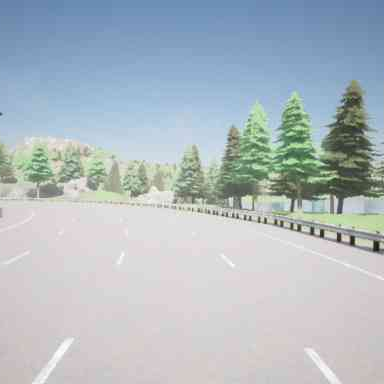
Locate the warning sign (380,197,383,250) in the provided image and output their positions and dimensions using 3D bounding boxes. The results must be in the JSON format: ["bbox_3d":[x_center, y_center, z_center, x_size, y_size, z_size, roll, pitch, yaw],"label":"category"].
[{"bbox_3d":[7.447,1.112,11.447,1.300,1.860,1.060,0,0,-6],"label":"warning sign"}]
